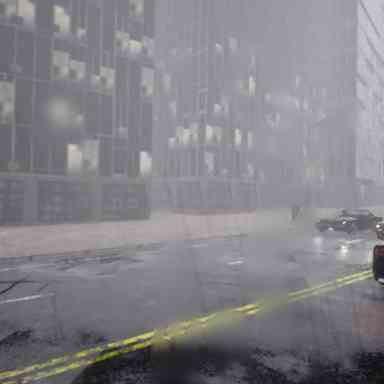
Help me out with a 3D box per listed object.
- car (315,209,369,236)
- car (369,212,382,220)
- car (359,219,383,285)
[{"bbox_3d":[9.015,1.656,19.012,4.718,1.301,1.895,0,0,-40],"label":"car"},{"bbox_3d":[10.718,1.660,16.203,4.718,1.301,1.895,0,0,-40],"label":"car"},{"bbox_3d":[6.410,1.514,8.328,5.008,1.535,1.882,0,0,-38],"label":"car"}]
